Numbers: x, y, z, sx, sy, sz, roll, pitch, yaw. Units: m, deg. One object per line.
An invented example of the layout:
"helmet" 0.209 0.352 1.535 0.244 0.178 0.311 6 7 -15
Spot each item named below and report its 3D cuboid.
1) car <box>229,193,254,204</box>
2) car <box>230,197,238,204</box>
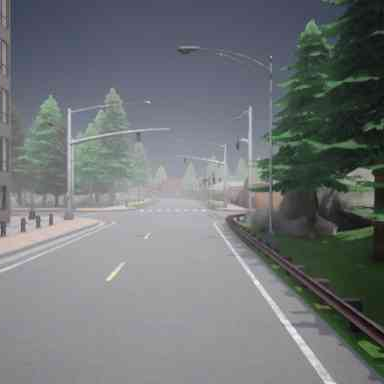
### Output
"car" 8.432 1.111 56.914 3.866 1.878 1.905 0 0 -1
"car" 8.846 1.109 54.404 4.605 1.855 1.932 0 0 -1
